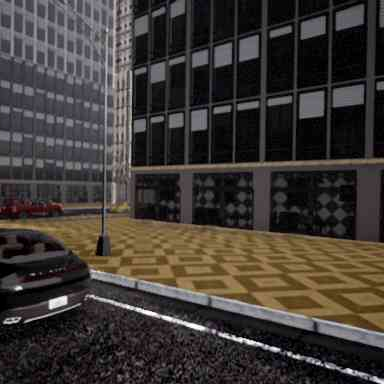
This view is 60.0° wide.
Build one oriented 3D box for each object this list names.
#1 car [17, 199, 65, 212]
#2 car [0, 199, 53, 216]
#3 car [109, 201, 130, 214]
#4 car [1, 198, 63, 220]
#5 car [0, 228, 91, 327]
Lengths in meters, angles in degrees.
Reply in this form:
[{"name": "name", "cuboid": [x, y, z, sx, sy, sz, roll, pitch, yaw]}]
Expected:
[{"name": "car", "cuboid": [-17.646, 1.556, 39.064, 1.752, 1.417, 4.829, 1, 0, 37]}, {"name": "car", "cuboid": [-17.407, 1.556, 35.030, 1.837, 1.490, 4.892, 1, 0, 37]}, {"name": "car", "cuboid": [-7.351, 1.763, 38.864, 1.752, 1.417, 4.829, 1, 0, 37]}, {"name": "car", "cuboid": [-14.181, 1.452, 29.677, 2.192, 1.841, 5.009, 1, 0, 37]}, {"name": "car", "cuboid": [-4.050, 1.484, 6.596, 4.892, 1.490, 1.837, 0, 0, 36]}]
